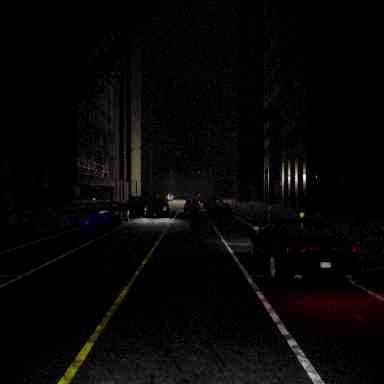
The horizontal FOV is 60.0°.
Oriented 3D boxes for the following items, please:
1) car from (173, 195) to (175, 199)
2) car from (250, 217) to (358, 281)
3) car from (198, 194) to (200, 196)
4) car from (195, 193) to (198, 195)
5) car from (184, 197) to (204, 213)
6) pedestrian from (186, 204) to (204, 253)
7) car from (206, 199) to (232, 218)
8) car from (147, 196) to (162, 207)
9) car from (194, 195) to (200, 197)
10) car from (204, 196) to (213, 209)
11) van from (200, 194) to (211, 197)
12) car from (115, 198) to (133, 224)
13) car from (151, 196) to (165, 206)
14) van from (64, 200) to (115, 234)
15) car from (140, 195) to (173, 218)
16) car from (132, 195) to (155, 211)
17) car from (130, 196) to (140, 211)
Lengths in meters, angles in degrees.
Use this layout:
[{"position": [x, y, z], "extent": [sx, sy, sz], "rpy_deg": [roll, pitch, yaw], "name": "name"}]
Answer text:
[{"position": [-6.043, 1.726, 86.544], "extent": [1.752, 1.417, 4.829], "rpy_deg": [0, 0, 0], "name": "car"}, {"position": [2.979, 1.478, 9.894], "extent": [1.882, 1.535, 5.008], "rpy_deg": [0, 0, 0], "name": "car"}, {"position": [2.519, 1.661, 70.004], "extent": [1.752, 1.417, 4.829], "rpy_deg": [0, 0, 1], "name": "car"}, {"position": [2.495, 1.496, 81.072], "extent": [2.192, 1.841, 5.009], "rpy_deg": [0, 0, 0], "name": "car"}, {"position": [0.005, 1.590, 37.237], "extent": [2.033, 1.411, 5.357], "rpy_deg": [0, 0, 0], "name": "car"}, {"position": [0.102, 1.295, 12.124], "extent": [0.375, 1.860, 0.375], "rpy_deg": [0, 0, -15], "name": "pedestrian"}, {"position": [2.603, 1.575, 30.324], "extent": [1.887, 1.381, 4.507], "rpy_deg": [0, 0, 0], "name": "car"}, {"position": [-5.971, 1.516, 52.877], "extent": [1.967, 1.590, 4.097], "rpy_deg": [0, 0, 0], "name": "car"}, {"position": [-0.072, 1.591, 49.041], "extent": [1.812, 1.442, 4.674], "rpy_deg": [0, 0, 0], "name": "car"}, {"position": [2.591, 1.480, 35.963], "extent": [1.967, 1.590, 4.097], "rpy_deg": [0, 0, 0], "name": "car"}, {"position": [2.554, 1.417, 52.880], "extent": [1.690, 1.788, 3.998], "rpy_deg": [0, 0, 0], "name": "van"}, {"position": [-5.911, 1.461, 24.679], "extent": [1.967, 1.590, 4.097], "rpy_deg": [0, 0, 0], "name": "car"}, {"position": [-5.982, 1.533, 58.516], "extent": [1.967, 1.590, 4.097], "rpy_deg": [0, 0, 0], "name": "car"}, {"position": [-5.899, 1.353, 19.040], "extent": [1.690, 1.788, 3.998], "rpy_deg": [0, 0, 0], "name": "van"}, {"position": [-3.164, 1.383, 30.522], "extent": [2.097, 1.767, 4.553], "rpy_deg": [0, 0, 0], "name": "car"}, {"position": [-5.946, 1.365, 41.598], "extent": [2.192, 1.841, 5.009], "rpy_deg": [0, 0, 0], "name": "car"}, {"position": [-5.934, 1.355, 35.959], "extent": [2.192, 1.841, 5.009], "rpy_deg": [0, 0, 0], "name": "car"}]
